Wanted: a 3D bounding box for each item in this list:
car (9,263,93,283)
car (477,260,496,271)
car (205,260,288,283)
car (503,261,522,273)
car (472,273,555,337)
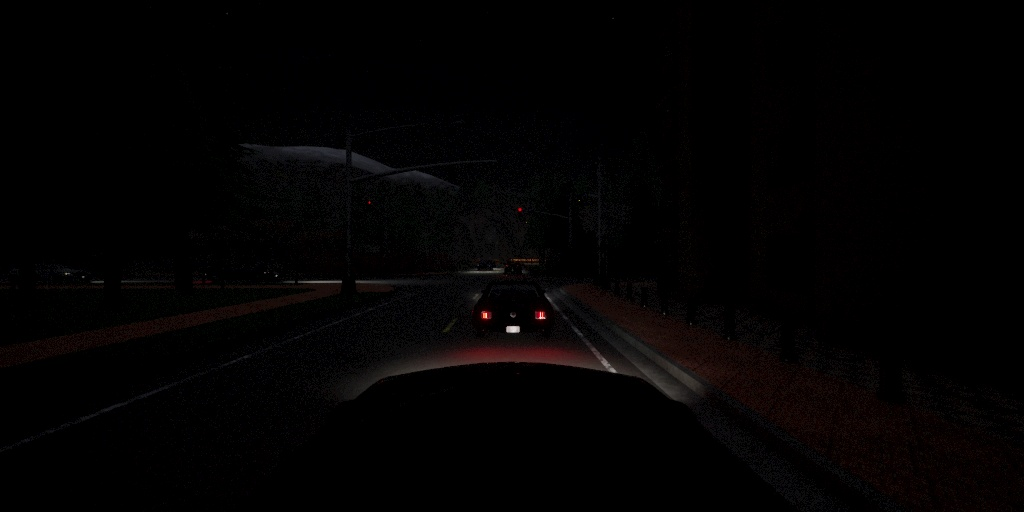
[{"bbox_3d":[-34.289,1.262,26.676,4.674,1.442,1.812,0,0,-1],"label":"car"},{"bbox_3d":[-3.691,1.228,49.830,1.882,1.535,5.008,0,0,0],"label":"car"},{"bbox_3d":[-20.241,1.227,27.022,4.902,1.511,2.128,0,0,-1],"label":"car"},{"bbox_3d":[0.076,1.241,39.754,2.128,1.511,4.902,0,0,0],"label":"car"},{"bbox_3d":[0.042,1.351,10.230,1.895,1.301,4.718,0,0,0],"label":"car"}]
